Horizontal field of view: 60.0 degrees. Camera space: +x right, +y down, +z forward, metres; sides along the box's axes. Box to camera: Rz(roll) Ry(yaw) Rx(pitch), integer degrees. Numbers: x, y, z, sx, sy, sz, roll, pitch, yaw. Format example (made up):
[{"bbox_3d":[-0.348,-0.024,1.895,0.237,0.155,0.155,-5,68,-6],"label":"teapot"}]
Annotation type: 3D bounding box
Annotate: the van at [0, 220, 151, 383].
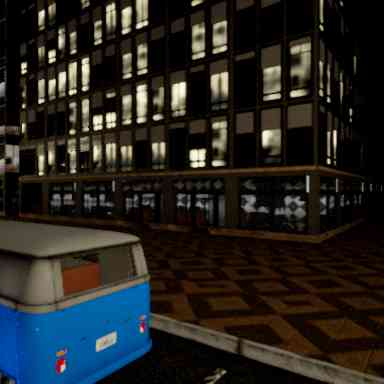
[{"bbox_3d":[-2.413,1.343,4.594,3.998,1.788,1.690,0,0,36],"label":"van"}]
